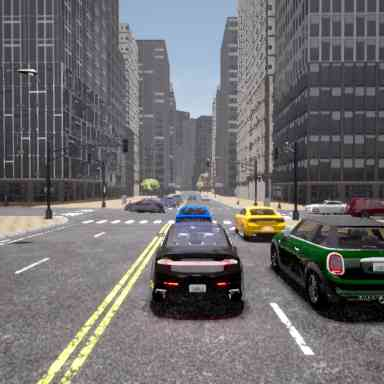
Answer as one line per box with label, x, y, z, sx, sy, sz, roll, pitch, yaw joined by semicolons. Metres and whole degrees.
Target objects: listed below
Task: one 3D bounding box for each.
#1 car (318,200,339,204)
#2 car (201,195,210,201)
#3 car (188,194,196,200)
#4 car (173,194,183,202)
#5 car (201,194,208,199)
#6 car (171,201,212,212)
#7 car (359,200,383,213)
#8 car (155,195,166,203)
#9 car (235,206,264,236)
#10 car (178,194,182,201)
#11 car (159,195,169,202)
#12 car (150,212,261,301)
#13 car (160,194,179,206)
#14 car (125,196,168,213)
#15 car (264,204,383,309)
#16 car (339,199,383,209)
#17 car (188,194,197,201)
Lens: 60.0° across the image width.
car;14.352;1.618;35.181;4.674;1.442;1.812;0;1;0
car;3.320;1.510;80.638;1.895;1.301;4.718;0;0;0
car;0.078;1.263;90.614;2.128;1.511;4.902;0;0;0
car;-3.184;1.283;77.128;2.097;1.767;4.553;0;0;0
car;3.329;1.333;90.640;1.895;1.301;4.718;0;0;0
car;0.118;1.468;17.809;1.882;1.535;5.008;0;0;1
car;21.842;1.641;37.674;4.829;1.417;1.752;1;0;1
car;-6.450;1.445;67.984;1.837;1.490;4.892;0;0;0
car;3.363;1.468;17.196;1.882;1.535;5.008;0;0;0
car;-3.275;1.517;58.249;1.994;1.385;4.181;0;0;1
car;-6.434;1.479;77.962;1.994;1.385;4.181;0;0;0
car;0.105;1.487;8.304;2.128;1.511;4.902;0;0;0
car;-3.297;1.489;49.504;1.812;1.442;4.674;0;0;0
car;-5.027;1.484;35.519;4.181;1.385;1.994;1;1;1
car;3.356;1.348;8.017;2.097;1.767;4.553;0;0;0
car;16.226;1.518;29.392;5.009;1.841;2.192;1;0;1
car;0.070;1.270;80.581;2.097;1.767;4.553;0;0;0
